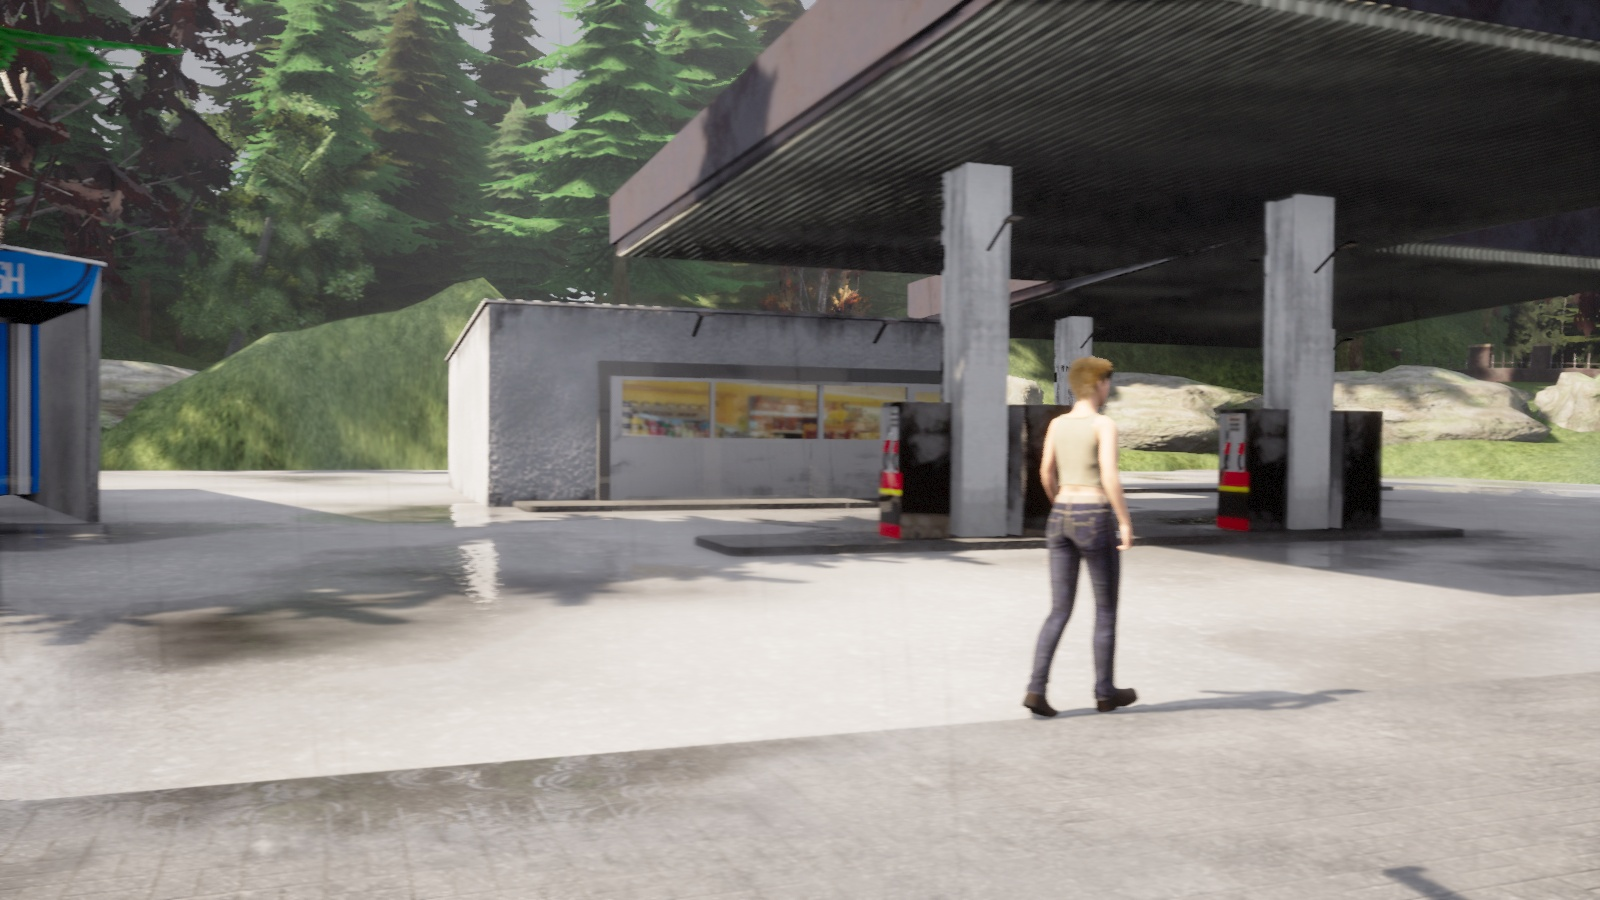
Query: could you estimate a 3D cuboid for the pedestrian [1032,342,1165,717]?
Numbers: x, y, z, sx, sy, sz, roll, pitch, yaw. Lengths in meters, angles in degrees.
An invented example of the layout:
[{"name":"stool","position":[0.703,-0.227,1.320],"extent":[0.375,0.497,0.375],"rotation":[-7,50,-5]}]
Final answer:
[{"name":"pedestrian","position":[1.537,0.386,6.453],"extent":[0.594,1.836,0.345],"rotation":[-1,1,-35]}]
